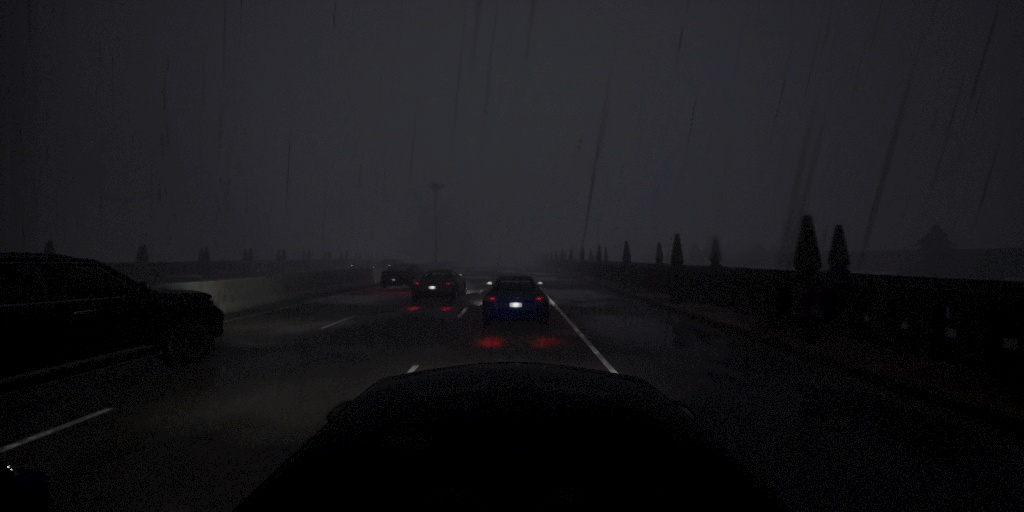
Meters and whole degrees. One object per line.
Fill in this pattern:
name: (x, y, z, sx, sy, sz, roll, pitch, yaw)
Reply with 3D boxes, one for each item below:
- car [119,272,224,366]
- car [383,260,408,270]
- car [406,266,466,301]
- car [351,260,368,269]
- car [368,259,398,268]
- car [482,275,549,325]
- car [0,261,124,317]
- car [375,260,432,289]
car: (-6.898, 0.970, 4.839, 2.150, 2.045, 5.566, 0, 0, 0)
car: (-17.543, 1.310, 54.208, 2.033, 1.411, 5.357, 0, 0, 1)
car: (-3.398, 1.314, 17.292, 1.994, 1.385, 4.181, 0, 0, 0)
car: (-21.055, 1.262, 50.835, 1.837, 1.490, 4.892, 0, 0, 0)
car: (-14.080, 1.104, 40.679, 2.097, 1.767, 4.553, 0, 0, 0)
car: (0.102, 1.315, 11.859, 1.994, 1.385, 4.181, 0, 0, 0)
car: (-17.598, 1.099, 12.996, 2.097, 1.767, 4.553, 0, 0, 0)
car: (-6.897, 1.228, 23.324, 1.882, 1.535, 5.008, 0, 0, 0)
